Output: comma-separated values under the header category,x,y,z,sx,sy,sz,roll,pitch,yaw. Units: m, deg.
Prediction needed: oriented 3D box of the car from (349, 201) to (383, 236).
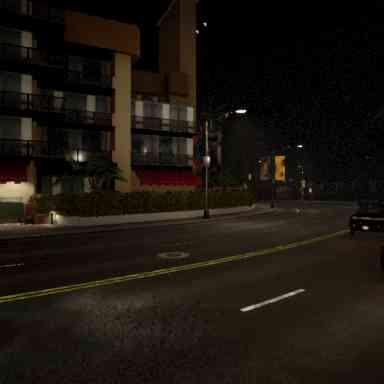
category,x,y,z,sx,sy,sz,roll,pitch,yaw
car,9.826,1.484,17.681,2.128,1.511,4.902,0,0,40

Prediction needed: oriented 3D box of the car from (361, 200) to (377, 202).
category,x,y,z,sx,sy,sz,roll,pitch,yaw
car,22.002,1.583,41.374,1.895,1.301,4.718,0,0,12

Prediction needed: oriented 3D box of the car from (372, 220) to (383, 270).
category,x,y,z,sx,sy,sz,roll,pitch,yaw
car,7.119,1.561,9.683,4.181,1.385,1.994,0,0,-44
